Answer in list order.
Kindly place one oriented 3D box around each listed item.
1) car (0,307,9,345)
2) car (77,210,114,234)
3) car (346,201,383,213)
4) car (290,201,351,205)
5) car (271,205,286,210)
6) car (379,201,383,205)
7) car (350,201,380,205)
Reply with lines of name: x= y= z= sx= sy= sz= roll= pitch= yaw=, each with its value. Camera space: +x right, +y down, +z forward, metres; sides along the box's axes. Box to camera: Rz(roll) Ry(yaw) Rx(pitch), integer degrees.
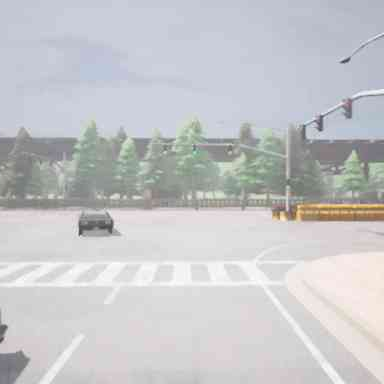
car: x=-3.402 y=1.558 z=2.020 sx=2.033 sy=1.411 sz=5.357 roll=0 pitch=0 yaw=0
car: x=-5.928 y=1.700 z=20.028 sx=1.895 sy=1.301 sz=4.718 roll=0 pitch=0 yaw=-20
car: x=21.375 y=1.745 z=39.313 sx=5.357 sy=1.411 sz=2.033 roll=0 pitch=0 yaw=-2
car: x=12.271 y=1.761 z=31.993 sx=4.718 sy=1.301 sz=1.895 roll=0 pitch=0 yaw=-3
car: x=11.730 y=1.796 z=39.012 sx=4.718 sy=1.301 sz=1.895 roll=0 pitch=0 yaw=-2
car: x=21.084 y=1.726 z=32.310 sx=4.181 sy=1.385 sz=1.994 roll=0 pitch=0 yaw=-3
car: x=17.220 y=1.670 z=35.682 sx=4.902 sy=1.511 sz=2.128 roll=0 pitch=0 yaw=-2
